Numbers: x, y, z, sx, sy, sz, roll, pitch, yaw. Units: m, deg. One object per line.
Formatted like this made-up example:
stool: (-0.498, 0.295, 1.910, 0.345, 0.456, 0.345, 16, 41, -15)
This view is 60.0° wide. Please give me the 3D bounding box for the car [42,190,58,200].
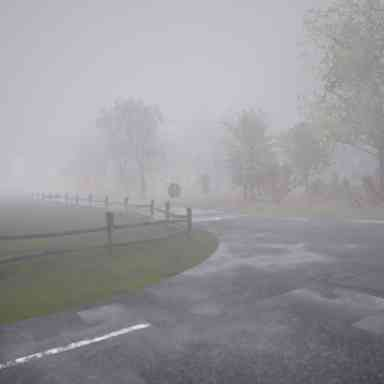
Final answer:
car: (-22.706, 0.427, 53.358, 1.812, 1.442, 4.674, -3, 2, -36)
